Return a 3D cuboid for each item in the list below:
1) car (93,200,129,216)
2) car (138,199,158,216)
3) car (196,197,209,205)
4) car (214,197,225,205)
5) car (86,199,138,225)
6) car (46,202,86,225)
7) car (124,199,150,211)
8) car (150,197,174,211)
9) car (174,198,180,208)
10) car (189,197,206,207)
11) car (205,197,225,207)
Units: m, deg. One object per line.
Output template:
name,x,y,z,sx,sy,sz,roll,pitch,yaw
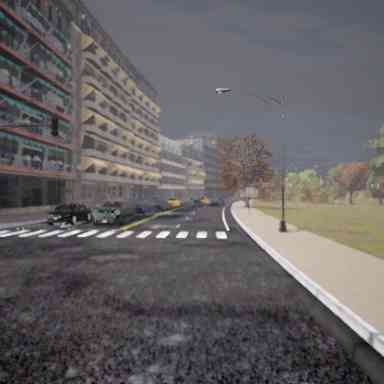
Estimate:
car,-8.264,1.629,34.386,2.033,1.411,5.357,0,0,5
car,-5.084,1.682,33.503,1.895,1.301,4.718,0,0,5
car,2.219,1.720,65.947,1.882,1.535,5.008,0,0,10
car,5.497,1.773,65.846,1.812,1.442,4.674,0,0,10
car,-5.729,1.399,24.534,2.097,1.767,4.553,0,0,4
car,-8.978,1.550,24.666,1.837,1.490,4.892,0,0,3
car,-7.245,1.669,44.492,2.033,1.411,5.357,0,0,6
car,-4.136,1.666,43.108,2.033,1.411,5.357,0,0,6
car,-3.079,1.638,52.036,1.882,1.535,5.008,0,0,7
car,0.685,1.675,55.700,2.128,1.511,4.902,0,0,8
car,3.911,1.733,55.302,2.033,1.411,5.357,0,0,8
